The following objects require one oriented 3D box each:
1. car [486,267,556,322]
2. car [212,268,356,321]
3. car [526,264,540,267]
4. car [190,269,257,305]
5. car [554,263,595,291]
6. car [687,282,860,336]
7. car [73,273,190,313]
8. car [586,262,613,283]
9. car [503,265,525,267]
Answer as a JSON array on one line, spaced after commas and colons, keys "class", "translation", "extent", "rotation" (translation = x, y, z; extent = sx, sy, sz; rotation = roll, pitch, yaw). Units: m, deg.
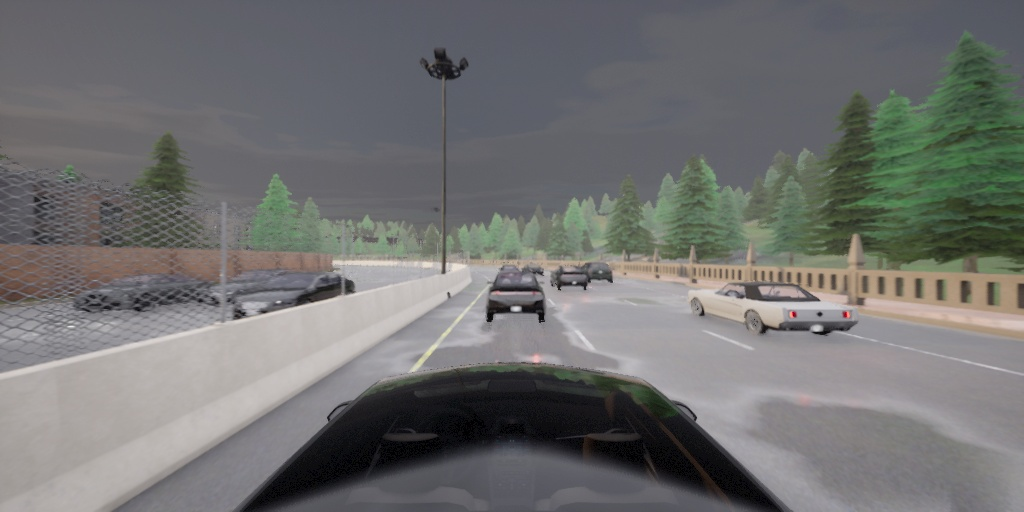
[{"class": "car", "translation": [0.125, 1.303, 12.606], "extent": [2.128, 1.511, 4.902], "rotation": [0, 0, 0]}, {"class": "car", "translation": [-7.086, 1.293, 12.292], "extent": [2.128, 1.511, 4.902], "rotation": [0, 0, 0]}, {"class": "car", "translation": [2.182, 1.571, 40.013], "extent": [1.895, 1.301, 4.718], "rotation": [0, 0, -9]}, {"class": "car", "translation": [-10.583, 1.307, 15.541], "extent": [2.128, 1.511, 4.902], "rotation": [0, 0, 0]}, {"class": "car", "translation": [3.591, 1.368, 23.277], "extent": [2.128, 1.511, 4.902], "rotation": [0, 0, -1]}, {"class": "car", "translation": [7.119, 1.410, 10.588], "extent": [1.895, 1.301, 4.718], "rotation": [0, 0, 0]}, {"class": "car", "translation": [-14.086, 1.367, 14.111], "extent": [1.994, 1.385, 4.181], "rotation": [0, 0, 0]}, {"class": "car", "translation": [6.791, 1.271, 30.068], "extent": [2.097, 1.767, 4.553], "rotation": [0, 0, -3]}, {"class": "car", "translation": [-0.287, 1.480, 31.077], "extent": [1.994, 1.385, 4.181], "rotation": [0, 0, -4]}]
